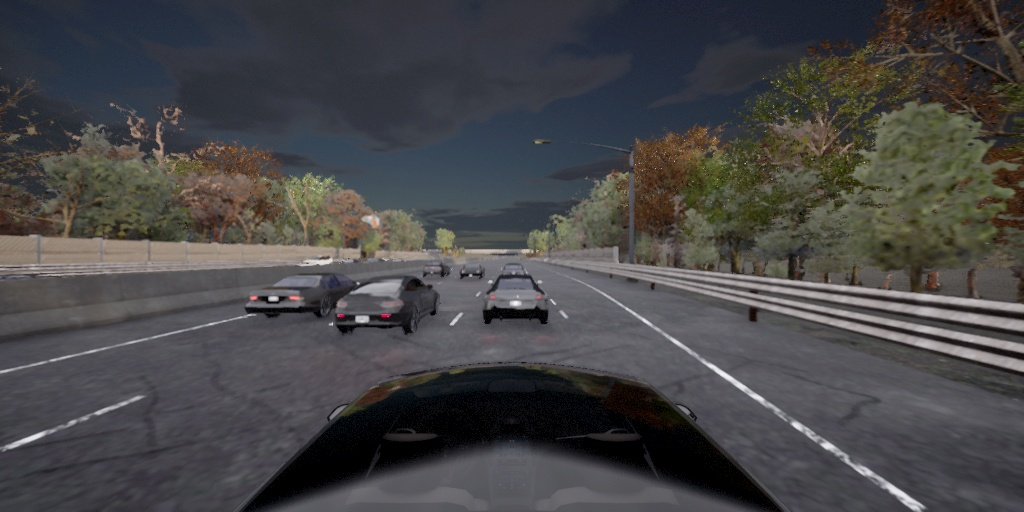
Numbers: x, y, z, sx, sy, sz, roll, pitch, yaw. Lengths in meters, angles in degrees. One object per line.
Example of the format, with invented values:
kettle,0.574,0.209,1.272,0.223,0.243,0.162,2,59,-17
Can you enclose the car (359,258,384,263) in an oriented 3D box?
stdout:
car,-21.015,1.063,54.728,2.097,1.767,4.553,0,0,1

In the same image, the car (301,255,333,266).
car,-28.015,0.932,51.797,2.150,2.045,5.566,0,0,1

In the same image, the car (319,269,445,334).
car,-3.395,1.263,10.432,1.812,1.442,4.674,0,0,0

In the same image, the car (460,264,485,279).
car,-3.381,1.317,31.656,1.895,1.301,4.718,0,0,0

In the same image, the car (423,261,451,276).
car,-6.880,1.207,33.148,2.128,1.511,4.902,0,0,0

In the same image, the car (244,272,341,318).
car,-6.892,1.282,12.868,2.033,1.411,5.357,0,0,0

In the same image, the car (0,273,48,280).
car,-17.593,1.284,11.839,2.033,1.411,5.357,0,0,0

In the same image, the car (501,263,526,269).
car,0.118,1.266,27.876,2.033,1.411,5.357,0,0,0

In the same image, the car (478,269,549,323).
car,0.106,1.298,12.077,1.994,1.385,4.181,0,0,0

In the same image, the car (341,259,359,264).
car,-24.512,1.237,54.638,1.812,1.442,4.674,0,0,1

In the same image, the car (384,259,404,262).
car,-17.515,1.236,54.895,1.812,1.442,4.674,0,0,1
